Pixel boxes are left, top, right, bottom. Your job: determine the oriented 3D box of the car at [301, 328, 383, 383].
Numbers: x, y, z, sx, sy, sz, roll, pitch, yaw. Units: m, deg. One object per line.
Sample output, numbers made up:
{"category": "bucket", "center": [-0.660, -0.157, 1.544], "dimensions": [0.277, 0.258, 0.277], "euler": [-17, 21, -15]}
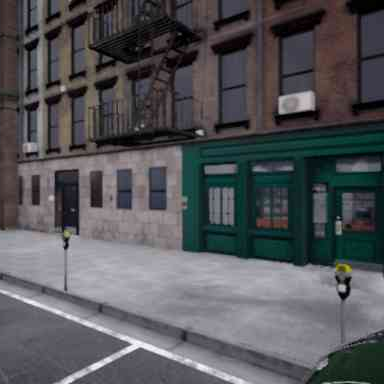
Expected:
{"category": "car", "center": [2.619, 1.351, 1.291], "dimensions": [4.553, 1.767, 2.097], "euler": [0, 0, 37]}
